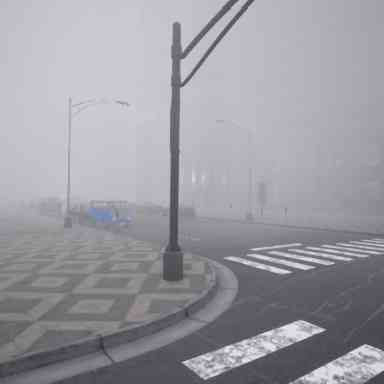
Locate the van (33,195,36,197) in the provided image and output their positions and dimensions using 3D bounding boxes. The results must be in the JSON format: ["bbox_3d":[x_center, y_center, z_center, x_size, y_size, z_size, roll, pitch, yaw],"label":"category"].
[{"bbox_3d":[-36.537,1.742,80.304,1.690,1.788,3.998,1,-1,-35],"label":"van"}]

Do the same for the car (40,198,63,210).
[{"bbox_3d":[-19.709,1.659,46.504,1.837,1.490,4.892,1,-1,-35],"label":"car"}]

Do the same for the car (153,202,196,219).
[{"bbox_3d":[-1.451,1.710,30.674,1.887,1.381,4.507,1,-1,-35],"label":"car"}]

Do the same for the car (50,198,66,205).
[{"bbox_3d":[-26.970,1.887,66.767,2.008,1.369,4.403,1,-1,-35],"label":"car"}]

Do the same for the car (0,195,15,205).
[{"bbox_3d":[-37.040,1.732,66.226,1.752,1.417,4.829,1,-1,-35],"label":"car"}]

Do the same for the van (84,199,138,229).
[{"bbox_3d":[-5.257,1.336,21.243,1.690,1.788,3.998,1,-1,-35],"label":"van"}]

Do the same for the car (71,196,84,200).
[{"bbox_3d":[-17.400,1.816,53.232,1.887,1.381,4.507,1,-1,-35],"label":"car"}]

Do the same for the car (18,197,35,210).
[{"bbox_3d":[-21.199,1.681,43.802,1.802,1.307,4.206,1,-1,-35],"label":"car"}]

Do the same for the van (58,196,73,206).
[{"bbox_3d":[-23.778,1.656,62.258,1.690,1.788,3.998,1,-1,-35],"label":"van"}]

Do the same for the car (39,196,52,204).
[{"bbox_3d":[-33.349,1.819,75.792,1.967,1.590,4.097,1,-1,-35],"label":"car"}]

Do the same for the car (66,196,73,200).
[{"bbox_3d":[-20.588,1.608,57.746,2.192,1.841,5.009,1,-1,-35],"label":"car"}]

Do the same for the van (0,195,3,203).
[{"bbox_3d":[-46.700,1.614,79.904,1.690,1.788,3.998,1,-1,-35],"label":"van"}]

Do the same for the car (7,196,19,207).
[{"bbox_3d":[-27.574,1.693,52.828,2.008,1.369,4.403,1,-1,-35],"label":"car"}]

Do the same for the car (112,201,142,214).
[{"bbox_3d":[-7.831,1.752,39.698,1.887,1.381,4.507,1,-1,-35],"label":"car"}]

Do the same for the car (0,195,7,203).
[{"bbox_3d":[-43.512,1.565,75.392,2.192,1.841,5.009,1,-1,-35],"label":"car"}]

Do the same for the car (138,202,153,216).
[{"bbox_3d":[-4.641,1.731,35.186,1.887,1.381,4.507,1,-1,-35],"label":"car"}]

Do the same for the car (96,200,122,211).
[{"bbox_3d":[-11.118,1.755,44.348,1.752,1.417,4.829,1,-1,-35],"label":"car"}]

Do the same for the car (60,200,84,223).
[{"bbox_3d":[-8.447,1.559,25.753,1.887,1.381,4.507,1,-1,-35],"label":"car"}]

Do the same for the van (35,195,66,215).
[{"bbox_3d":[-14.821,1.398,34.780,1.690,1.788,3.998,1,-1,-35],"label":"van"}]
